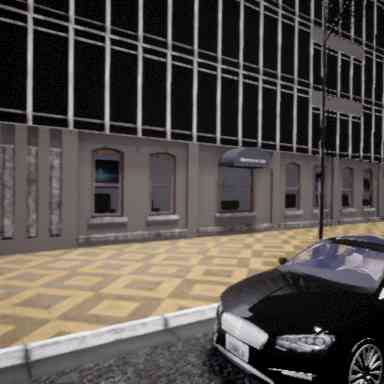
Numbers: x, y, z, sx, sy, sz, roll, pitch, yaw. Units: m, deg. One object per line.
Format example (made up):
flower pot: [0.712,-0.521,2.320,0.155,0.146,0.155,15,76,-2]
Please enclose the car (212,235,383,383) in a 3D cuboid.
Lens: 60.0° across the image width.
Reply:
car: [2.576,1.458,4.957,4.902,1.511,2.128,0,1,-32]
